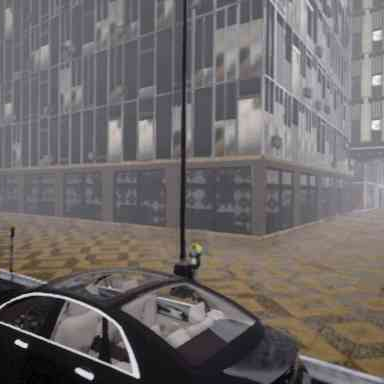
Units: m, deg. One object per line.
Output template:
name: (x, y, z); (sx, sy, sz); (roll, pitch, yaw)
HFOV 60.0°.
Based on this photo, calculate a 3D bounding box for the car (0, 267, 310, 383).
car: (-1.044, 1.538, 3.609); (4.403, 1.369, 2.008); (0, 1, 35)
